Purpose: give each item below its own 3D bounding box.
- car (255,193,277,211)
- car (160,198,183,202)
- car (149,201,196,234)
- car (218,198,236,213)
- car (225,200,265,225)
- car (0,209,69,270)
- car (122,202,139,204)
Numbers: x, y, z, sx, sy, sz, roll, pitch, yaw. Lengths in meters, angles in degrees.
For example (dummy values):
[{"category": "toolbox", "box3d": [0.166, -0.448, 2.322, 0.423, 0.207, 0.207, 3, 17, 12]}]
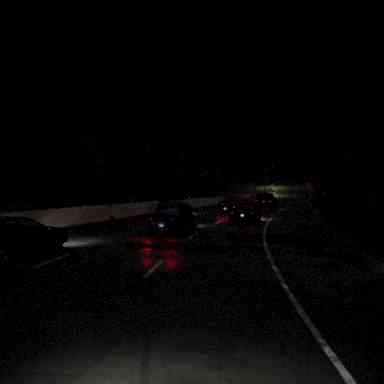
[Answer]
[{"category": "car", "box3d": [8.705, 1.168, 39.223, 2.150, 2.045, 5.566, 0, 0, 18]}, {"category": "car", "box3d": [-1.597, 1.287, 29.995, 2.097, 1.767, 4.553, 0, 0, 17]}, {"category": "car", "box3d": [-1.053, 1.485, 18.931, 1.812, 1.442, 4.674, 0, 0, 12]}, {"category": "car", "box3d": [4.133, 1.444, 36.468, 1.837, 1.490, 4.892, 0, 1, 18]}, {"category": "car", "box3d": [3.876, 1.526, 23.933, 1.994, 1.385, 4.181, 0, 0, 16]}, {"category": "car", "box3d": [-6.085, 1.510, 10.828, 2.033, 1.411, 5.357, 0, 0, 7]}, {"category": "car", "box3d": [-9.220, 1.396, 52.497, 1.812, 1.442, 4.674, 0, 0, 19]}]
